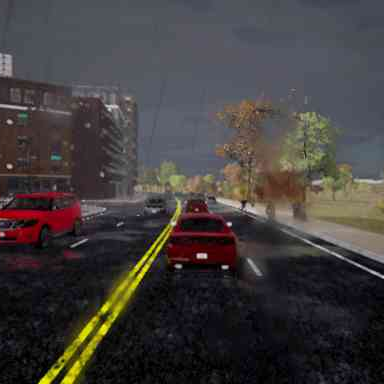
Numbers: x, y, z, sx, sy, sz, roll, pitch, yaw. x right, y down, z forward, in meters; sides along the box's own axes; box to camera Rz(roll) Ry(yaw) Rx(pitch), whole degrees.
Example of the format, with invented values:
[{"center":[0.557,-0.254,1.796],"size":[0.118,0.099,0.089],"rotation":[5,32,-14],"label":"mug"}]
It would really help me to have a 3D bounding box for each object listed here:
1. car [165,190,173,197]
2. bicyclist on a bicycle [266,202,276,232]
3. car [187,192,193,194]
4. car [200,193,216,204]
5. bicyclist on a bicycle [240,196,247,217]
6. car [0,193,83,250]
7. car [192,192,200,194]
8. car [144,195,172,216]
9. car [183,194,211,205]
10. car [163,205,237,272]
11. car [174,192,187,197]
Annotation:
[{"center":[-6.585,0.437,93.232],"size":[2.150,2.045,5.566],"rotation":[1,0,-6],"label":"car"},{"center":[4.429,1.373,18.710],"size":[0.582,1.620,1.656],"rotation":[1,0,0],"label":"bicyclist on a bicycle"},{"center":[-0.037,0.790,93.071],"size":[1.837,1.490,4.892],"rotation":[1,0,-6],"label":"car"},{"center":[2.894,1.129,54.531],"size":[2.128,1.511,4.902],"rotation":[1,1,-2],"label":"car"},{"center":[4.411,1.218,28.609],"size":[0.659,1.776,1.843],"rotation":[1,1,0],"label":"bicyclist on a bicycle"},{"center":[-6.343,1.053,13.831],"size":[2.150,2.045,5.566],"rotation":[1,0,1],"label":"car"},{"center":[1.710,0.957,73.133],"size":[1.882,1.535,5.008],"rotation":[1,0,-4],"label":"car"},{"center":[-3.035,1.285,28.905],"size":[1.812,1.442,4.674],"rotation":[1,0,0],"label":"car"},{"center":[0.357,1.273,29.322],"size":[1.882,1.535,5.008],"rotation":[1,0,0],"label":"car"},{"center":[0.292,1.407,10.662],"size":[1.882,1.535,5.008],"rotation":[1,0,1],"label":"car"},{"center":[-3.272,0.798,92.758],"size":[2.033,1.411,5.357],"rotation":[1,0,-6],"label":"car"}]
